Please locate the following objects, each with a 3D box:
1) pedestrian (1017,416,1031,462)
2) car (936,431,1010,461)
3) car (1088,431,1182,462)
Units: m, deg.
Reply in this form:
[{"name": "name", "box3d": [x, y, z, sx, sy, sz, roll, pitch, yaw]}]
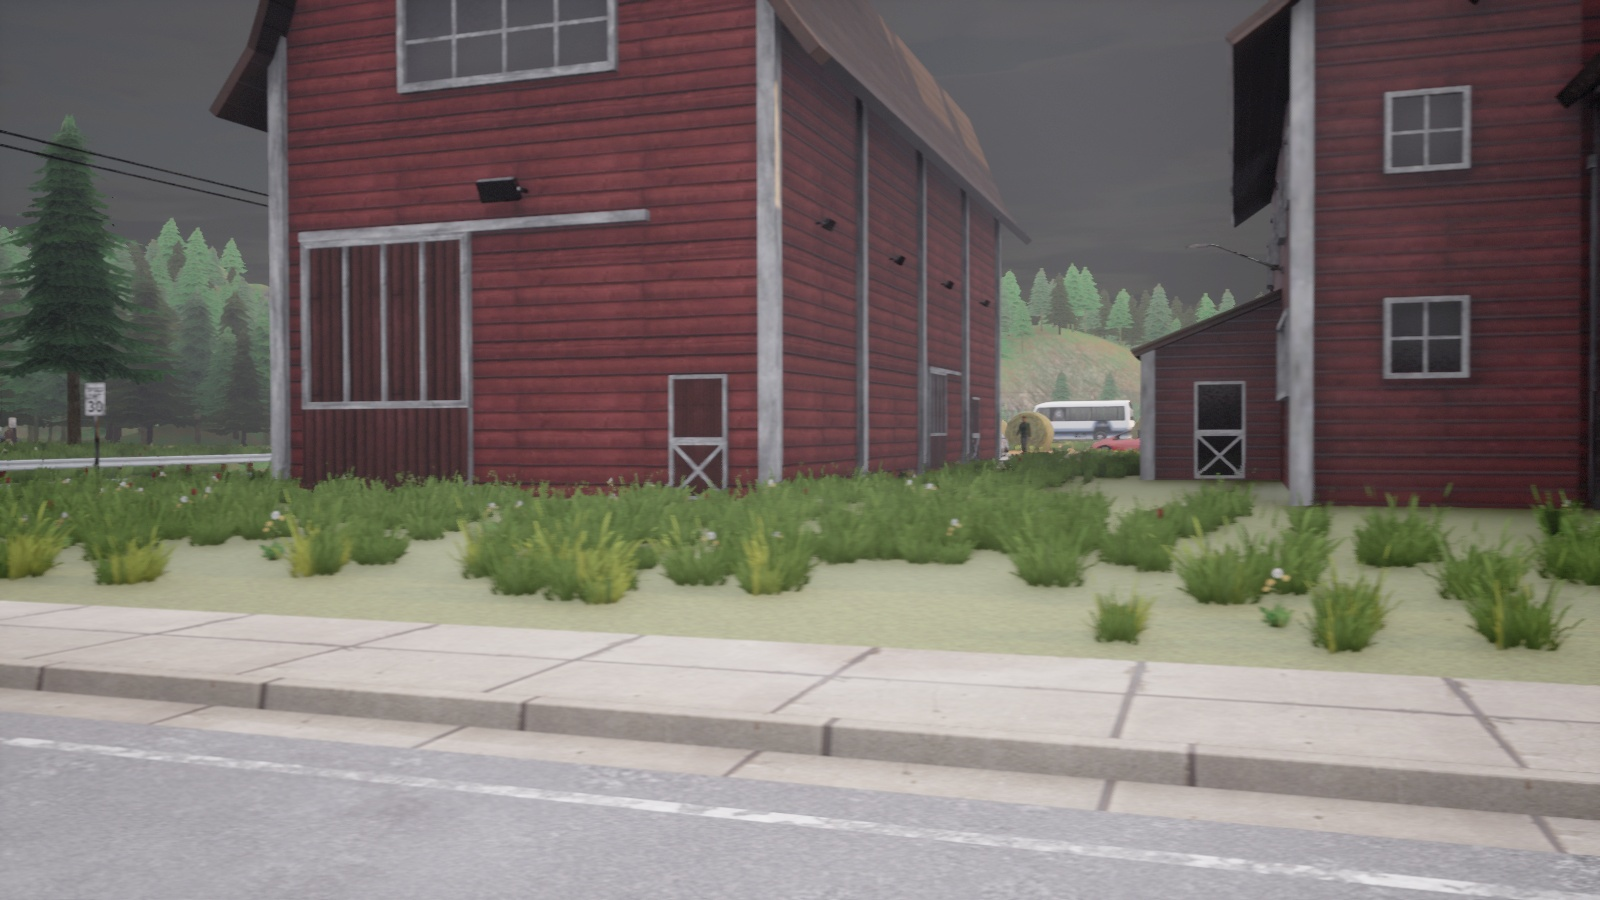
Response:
[{"name": "pedestrian", "box3d": [9.215, -0.451, 51.653, 0.353, 1.847, 0.614, 1, 1, 34]}, {"name": "car", "box3d": [9.169, -0.221, 66.465, 3.633, 1.501, 1.845, 1, 1, 19]}, {"name": "car", "box3d": [17.029, -0.211, 63.821, 4.514, 1.525, 2.007, 1, 1, 19]}]
